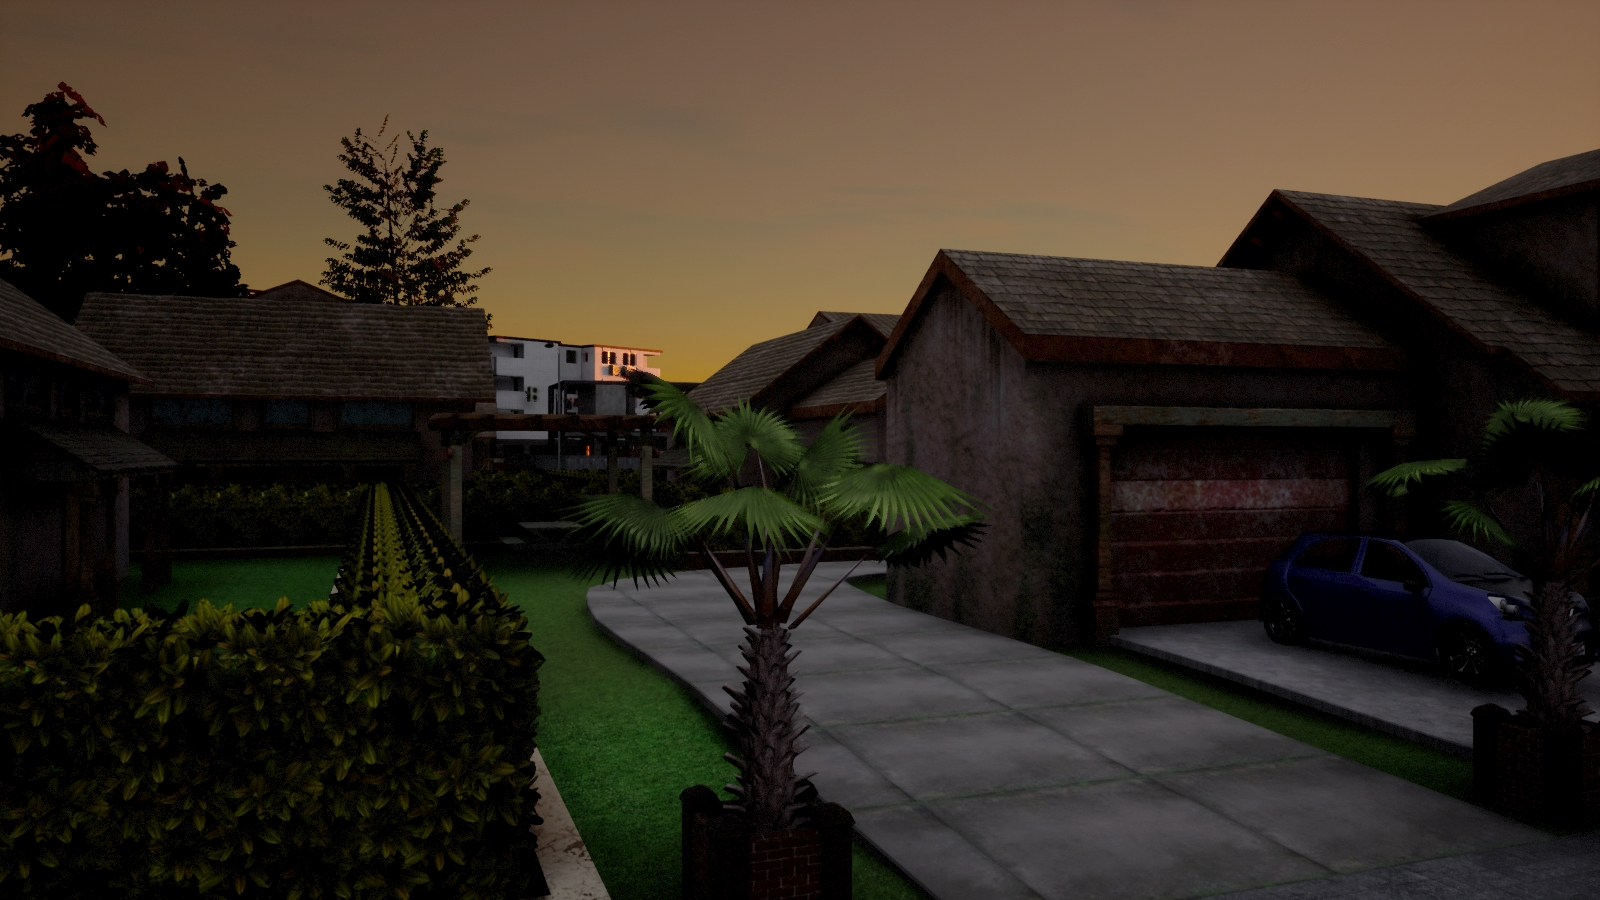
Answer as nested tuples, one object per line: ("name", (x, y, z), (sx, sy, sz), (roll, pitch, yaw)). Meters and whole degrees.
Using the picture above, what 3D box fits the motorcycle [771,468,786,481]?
("motorcycle", (-1.939, 2.199, 102.837), (0.803, 1.199, 2.033), (0, 0, -20))
